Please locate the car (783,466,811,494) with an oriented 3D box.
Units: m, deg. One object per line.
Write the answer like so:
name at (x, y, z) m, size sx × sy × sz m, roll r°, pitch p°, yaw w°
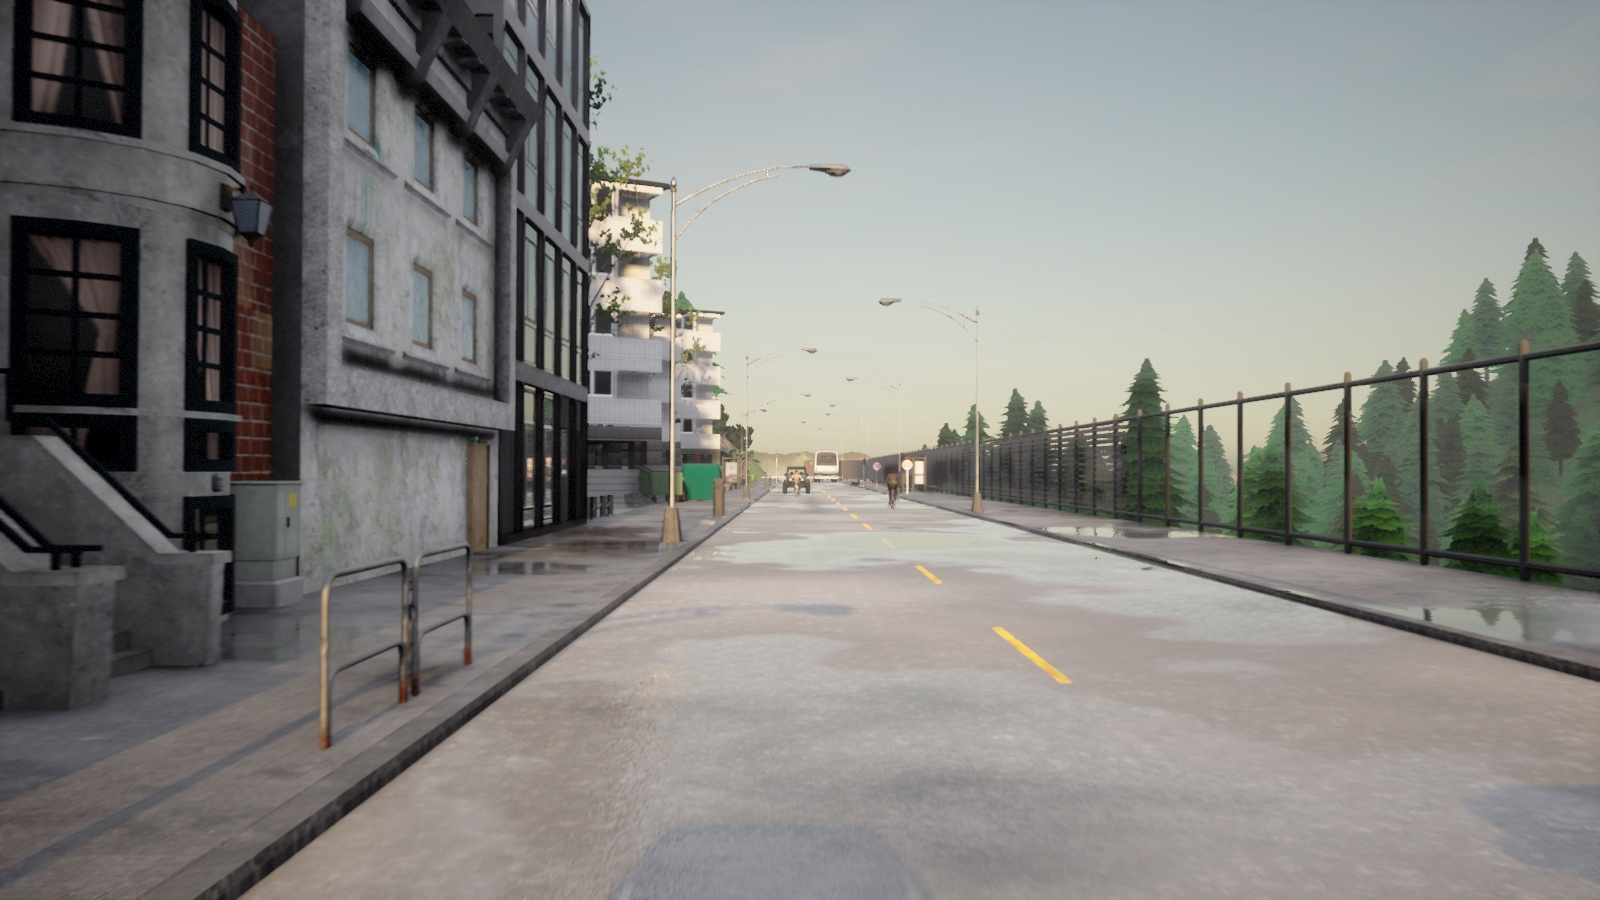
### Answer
car at (-0.222, 2.060, 86.514) m, size 1.905 × 1.878 × 3.866 m, roll 0°, pitch -1°, yaw 0°
